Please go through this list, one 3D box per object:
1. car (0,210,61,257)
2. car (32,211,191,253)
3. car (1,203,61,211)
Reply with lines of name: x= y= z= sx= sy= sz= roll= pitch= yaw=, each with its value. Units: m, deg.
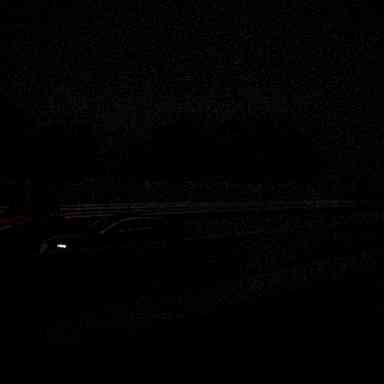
car: x=-5.900 y=1.560 z=12.681 sx=4.181 sy=1.385 sz=1.994 roll=0 pitch=0 yaw=-36
car: x=-2.307 y=1.488 z=10.947 sx=4.902 sy=1.511 sz=2.128 roll=0 pitch=0 yaw=-36
car: x=-8.084 y=1.349 z=15.422 sx=4.553 sy=1.767 sz=2.097 roll=0 pitch=0 yaw=-36
